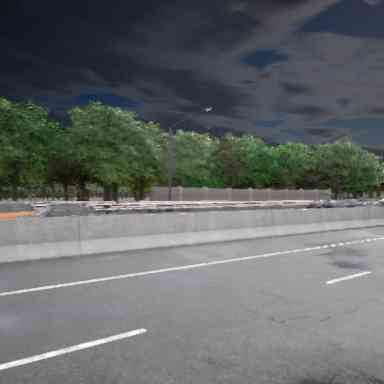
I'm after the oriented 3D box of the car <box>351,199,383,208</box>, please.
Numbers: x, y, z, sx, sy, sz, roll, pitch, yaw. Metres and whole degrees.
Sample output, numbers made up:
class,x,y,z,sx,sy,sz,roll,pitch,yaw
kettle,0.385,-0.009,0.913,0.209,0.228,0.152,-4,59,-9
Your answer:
class,x,y,z,sx,sy,sz,roll,pitch,yaw
car,22.561,1.946,41.549,5.357,1.411,2.033,1,0,-35

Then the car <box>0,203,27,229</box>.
class,x,y,z,sx,sy,sz,roll,pitch,yaw
car,-13.046,1.503,20.481,4.902,1.511,2.128,1,0,-35

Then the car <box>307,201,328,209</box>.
class,x,y,z,sx,sy,sz,roll,pitch,yaw
car,18.611,1.947,47.310,5.357,1.411,2.033,1,0,-35

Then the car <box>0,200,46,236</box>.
class,x,y,z,sx,sy,sz,roll,pitch,yaw
car,-10.558,1.368,17.956,4.553,1.767,2.097,1,0,-36

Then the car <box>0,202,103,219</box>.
class,x,y,z,sx,sy,sz,roll,pitch,yaw
car,-6.685,1.389,16.420,4.553,1.767,2.097,1,0,-35

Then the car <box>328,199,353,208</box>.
class,x,y,z,sx,sy,sz,roll,pitch,yaw
car,20.869,1.754,44.629,4.553,1.767,2.097,1,0,-35
